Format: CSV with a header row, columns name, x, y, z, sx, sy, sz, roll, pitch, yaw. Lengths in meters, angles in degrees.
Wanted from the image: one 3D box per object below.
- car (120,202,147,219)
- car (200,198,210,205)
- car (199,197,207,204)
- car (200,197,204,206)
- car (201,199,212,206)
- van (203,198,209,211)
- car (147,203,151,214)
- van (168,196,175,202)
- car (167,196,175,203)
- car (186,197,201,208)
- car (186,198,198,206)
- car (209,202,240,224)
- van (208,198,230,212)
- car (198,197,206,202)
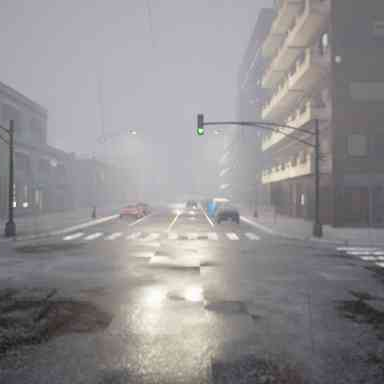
name,x,y,z,sx,sy,sz,roll,pitch,yaw
car,-5.676,1.802,31.542,1.802,1.307,4.206,1,0,0
car,2.710,2.030,70.642,1.947,1.339,4.313,1,0,0
car,2.712,2.072,81.804,1.887,1.381,4.507,1,0,0
car,2.708,1.891,54.070,1.752,1.417,4.829,1,0,0
car,2.709,1.998,65.062,1.947,1.339,4.313,1,0,0
van,2.710,1.635,42.741,1.690,1.788,3.998,1,0,0
car,-5.674,1.802,37.123,1.887,1.381,4.507,1,0,0
van,-5.663,1.931,92.926,1.690,1.788,3.998,1,0,0
car,-5.668,2.125,87.344,1.947,1.339,4.313,1,0,0
car,0.006,1.866,55.483,2.128,1.511,4.902,0,0,0
car,0.006,1.929,65.905,2.128,1.511,4.902,0,0,0
car,2.705,1.733,25.998,2.008,1.369,4.403,1,0,0
van,2.708,1.561,31.578,1.690,1.788,3.998,1,0,0
car,2.713,2.140,92.966,2.008,1.369,4.403,1,0,0
